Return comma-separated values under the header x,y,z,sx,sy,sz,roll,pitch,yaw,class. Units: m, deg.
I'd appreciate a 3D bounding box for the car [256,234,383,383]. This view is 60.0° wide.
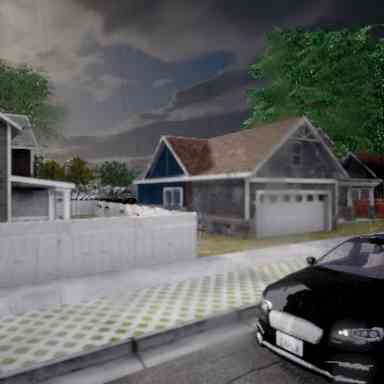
x,y,z,sx,sy,sz,roll,pitch,yaw,class
3.133,1.471,5.225,4.902,1.511,2.128,0,0,-35,car
